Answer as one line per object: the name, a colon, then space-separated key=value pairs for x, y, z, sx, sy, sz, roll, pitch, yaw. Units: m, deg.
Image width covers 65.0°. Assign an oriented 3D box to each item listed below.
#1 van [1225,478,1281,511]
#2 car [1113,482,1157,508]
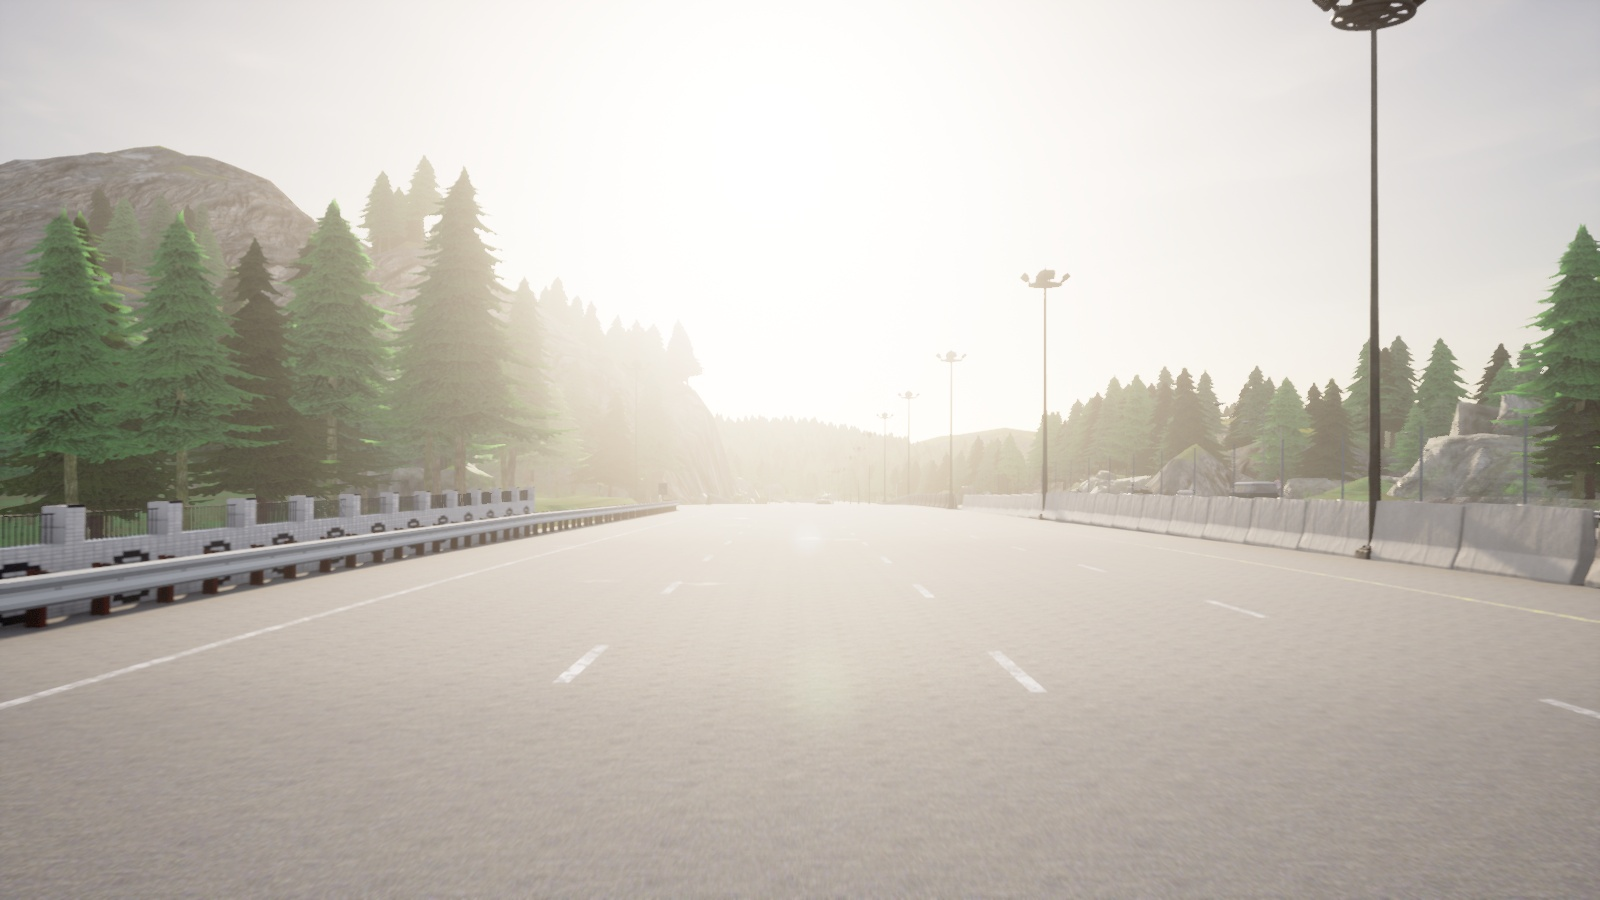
van: x=27.776 y=2.726 z=77.181 sx=1.775 sy=1.987 sz=4.442 roll=0 pitch=-2 yaw=0
car: x=24.199 y=3.259 z=90.901 sx=1.932 sy=1.855 sz=4.605 roll=0 pitch=-2 yaw=-1
